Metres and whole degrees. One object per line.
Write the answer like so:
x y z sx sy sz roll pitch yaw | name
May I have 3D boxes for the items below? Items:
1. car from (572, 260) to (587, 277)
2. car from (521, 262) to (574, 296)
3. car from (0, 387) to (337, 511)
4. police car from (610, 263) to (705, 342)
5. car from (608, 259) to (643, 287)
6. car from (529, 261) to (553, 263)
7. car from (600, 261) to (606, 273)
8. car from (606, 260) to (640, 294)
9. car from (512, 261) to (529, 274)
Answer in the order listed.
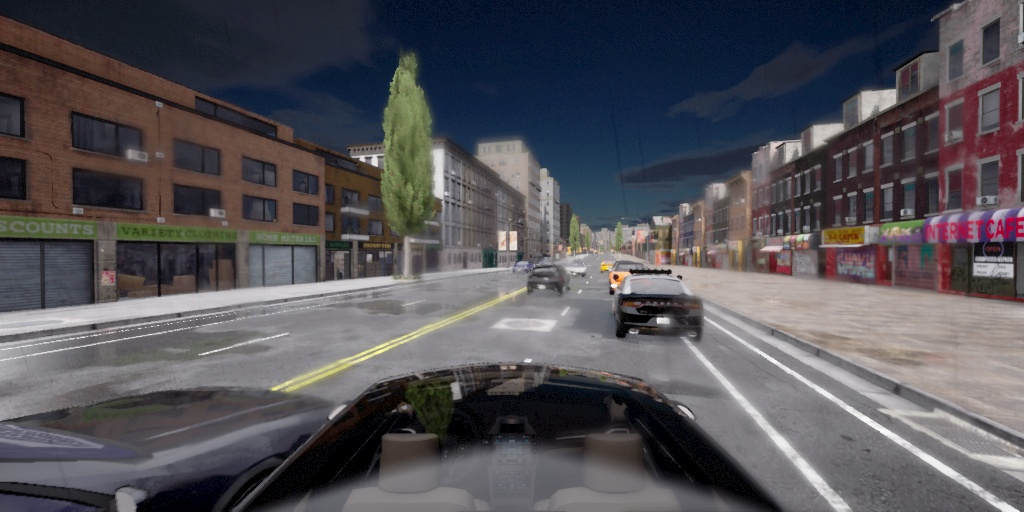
6.485 1.391 36.032 1.895 1.301 4.718 0 0 15 | car
2.083 1.251 19.455 1.837 1.490 4.892 0 0 15 | car
-2.854 1.298 0.851 2.033 1.411 5.357 0 0 15 | car
3.870 1.173 10.106 1.930 1.638 5.238 0 0 15 | police car
7.939 1.108 25.437 2.097 1.767 4.553 0 0 15 | car
3.698 1.292 38.978 2.128 1.511 4.902 0 0 15 | car
12.241 1.327 45.352 1.882 1.535 5.008 0 0 15 | car
6.400 1.099 19.637 2.097 1.767 4.553 0 0 15 | car
1.416 1.344 43.097 1.812 1.442 4.674 0 0 15 | car
